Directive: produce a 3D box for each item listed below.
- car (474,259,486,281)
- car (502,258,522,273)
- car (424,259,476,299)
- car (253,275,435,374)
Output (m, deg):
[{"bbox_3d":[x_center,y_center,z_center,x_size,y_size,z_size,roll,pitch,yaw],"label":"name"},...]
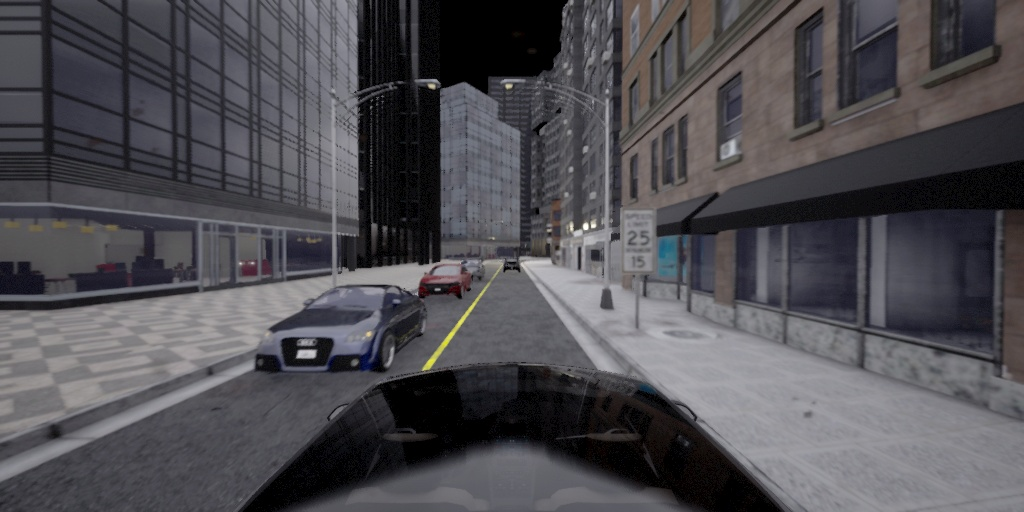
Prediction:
[{"bbox_3d":[-3.096,1.019,27.651,2.128,1.511,4.902,0,1,0],"label":"car"},{"bbox_3d":[-0.017,0.915,37.510,1.837,1.490,4.892,0,1,0],"label":"car"},{"bbox_3d":[-3.098,1.116,17.446,1.882,1.535,5.008,0,0,0],"label":"car"},{"bbox_3d":[-3.100,1.281,7.395,1.994,1.385,4.181,0,0,0],"label":"car"}]
